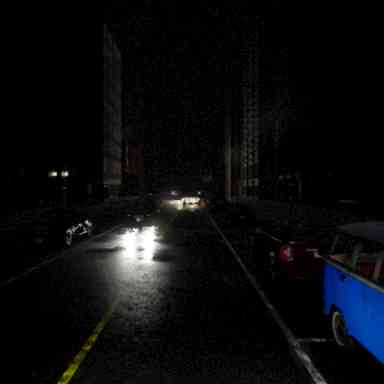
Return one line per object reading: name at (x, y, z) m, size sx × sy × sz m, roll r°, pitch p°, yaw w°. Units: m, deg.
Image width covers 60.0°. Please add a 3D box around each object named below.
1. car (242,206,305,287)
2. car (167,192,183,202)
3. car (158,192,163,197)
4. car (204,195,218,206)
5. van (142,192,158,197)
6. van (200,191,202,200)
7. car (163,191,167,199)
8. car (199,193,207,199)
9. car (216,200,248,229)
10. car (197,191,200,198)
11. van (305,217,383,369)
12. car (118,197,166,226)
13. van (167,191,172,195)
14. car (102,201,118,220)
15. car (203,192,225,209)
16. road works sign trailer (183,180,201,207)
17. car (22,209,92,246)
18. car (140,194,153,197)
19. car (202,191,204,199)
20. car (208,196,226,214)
car at (2.762, 1.373, 9.115) m, size 1.967 × 1.590 × 4.097 m, roll 0°, pitch 0°, yaw 0°
car at (-3.044, 1.134, 62.468) m, size 1.994 × 1.385 × 4.181 m, roll 0°, pitch 0°, yaw 1°
car at (-5.773, 1.103, 48.364) m, size 1.967 × 1.590 × 4.097 m, roll 0°, pitch 0°, yaw 0°
car at (2.752, 1.187, 48.549) m, size 1.752 × 1.417 × 4.829 m, roll 0°, pitch 0°, yaw 0°
van at (-5.772, 1.041, 42.754) m, size 1.690 × 1.788 × 3.998 m, roll 0°, pitch 0°, yaw 0°
van at (2.749, 0.930, 59.595) m, size 1.690 × 1.788 × 3.998 m, roll 0°, pitch 0°, yaw 0°
car at (-5.774, 0.941, 53.973) m, size 2.192 × 1.841 × 5.009 m, roll 0°, pitch 0°, yaw 0°
car at (2.744, 0.988, 82.033) m, size 1.887 × 1.381 × 4.507 m, roll 0°, pitch 0°, yaw 0°
car at (2.759, 1.419, 20.334) m, size 1.947 × 1.339 × 4.313 m, roll 0°, pitch 0°, yaw 0°
car at (2.747, 0.831, 70.813) m, size 2.192 × 1.841 × 5.009 m, roll 0°, pitch 0°, yaw 0°
van at (2.763, 1.315, 3.506) m, size 1.690 × 1.788 × 3.998 m, roll 0°, pitch 0°, yaw 0°
car at (-3.104, 1.334, 21.724) m, size 2.128 × 1.511 × 4.902 m, roll 0°, pitch 0°, yaw 0°
van at (-5.778, 0.857, 70.801) m, size 1.690 × 1.788 × 3.998 m, roll 0°, pitch 0°, yaw 0°
car at (-5.768, 1.364, 25.928) m, size 2.008 × 1.369 × 4.403 m, roll 0°, pitch 0°, yaw 0°
car at (2.755, 1.053, 37.159) m, size 2.192 × 1.841 × 5.009 m, roll 0°, pitch 0°, yaw 0°
road works sign trailer at (-0.010, 0.157, 43.932) m, size 2.380 × 3.560 × 2.880 m, roll 0°, pitch 0°, yaw 0°
car at (-5.765, 1.458, 14.709) m, size 1.947 × 1.339 × 4.313 m, roll 0°, pitch 0°, yaw 0°
car at (-5.770, 1.264, 36.976) m, size 1.752 × 1.417 × 4.829 m, roll 0°, pitch 0°, yaw 0°
car at (2.753, 1.016, 42.768) m, size 2.192 × 1.841 × 5.009 m, roll 0°, pitch 0°, yaw 0°
car at (2.756, 1.358, 31.552) m, size 1.802 × 1.307 × 4.206 m, roll 0°, pitch 0°, yaw 0°
